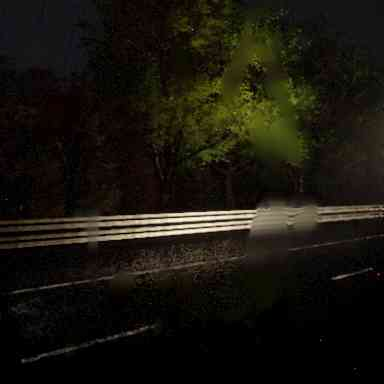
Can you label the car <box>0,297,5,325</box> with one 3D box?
[{"bbox_3d":[-4.955,1.562,4.521,4.181,1.385,1.994,0,0,-35],"label":"car"}]
